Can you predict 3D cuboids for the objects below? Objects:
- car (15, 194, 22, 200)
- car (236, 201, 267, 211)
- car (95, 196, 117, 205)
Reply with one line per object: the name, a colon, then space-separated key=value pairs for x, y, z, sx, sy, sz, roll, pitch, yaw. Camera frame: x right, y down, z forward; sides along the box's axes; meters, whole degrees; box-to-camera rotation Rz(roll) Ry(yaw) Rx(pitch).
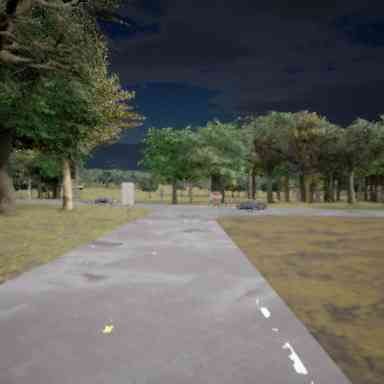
car: x=-44.228 y=1.316 z=82.676 sx=4.892 sy=1.490 sz=1.837 roll=0 pitch=1 yaw=35
car: x=8.291 y=1.951 z=46.272 sx=4.181 sy=1.385 sz=1.994 roll=0 pitch=1 yaw=35
car: x=-16.348 y=1.620 z=63.349 sx=4.902 sy=1.511 sz=2.128 roll=1 pitch=1 yaw=35
